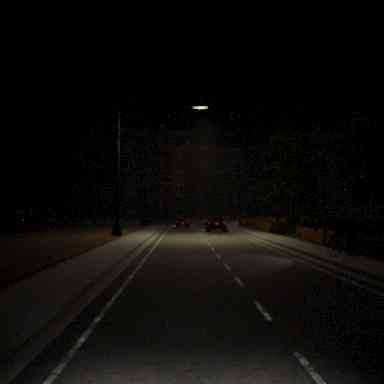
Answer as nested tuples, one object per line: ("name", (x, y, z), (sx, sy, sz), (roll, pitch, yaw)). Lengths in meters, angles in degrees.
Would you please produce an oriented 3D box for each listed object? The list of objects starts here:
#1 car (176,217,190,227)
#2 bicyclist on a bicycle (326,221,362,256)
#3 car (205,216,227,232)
("car", (-1.286, 4.304, 47.574), (1.994, 1.385, 4.181), (0, -3, -2))
("bicyclist on a bicycle", (6.968, 2.150, 15.268), (1.656, 1.620, 0.582), (0, -3, -2))
("car", (2.550, 3.447, 36.587), (2.097, 1.767, 4.553), (0, -3, -2))
